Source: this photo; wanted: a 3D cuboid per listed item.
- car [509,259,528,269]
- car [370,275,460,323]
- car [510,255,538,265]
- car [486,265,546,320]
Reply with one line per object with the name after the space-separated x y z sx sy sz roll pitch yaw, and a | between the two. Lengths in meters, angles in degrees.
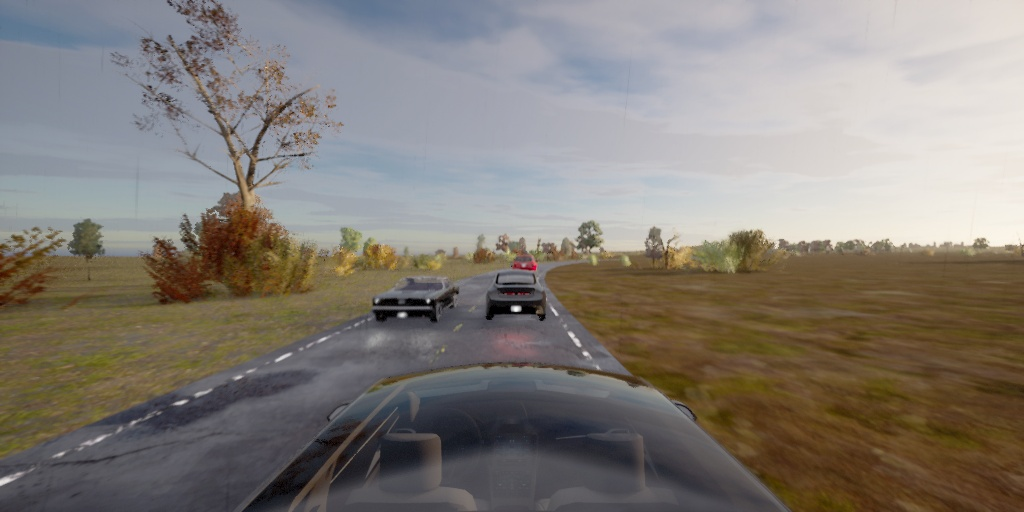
1.003 1.225 54.879 2.033 1.411 5.357 0 0 11 | car
-3.046 1.338 12.201 1.895 1.301 4.718 0 0 1 | car
1.307 0.934 34.423 2.150 2.045 5.566 0 0 5 | car
0.144 1.242 12.578 1.837 1.490 4.892 0 0 1 | car
